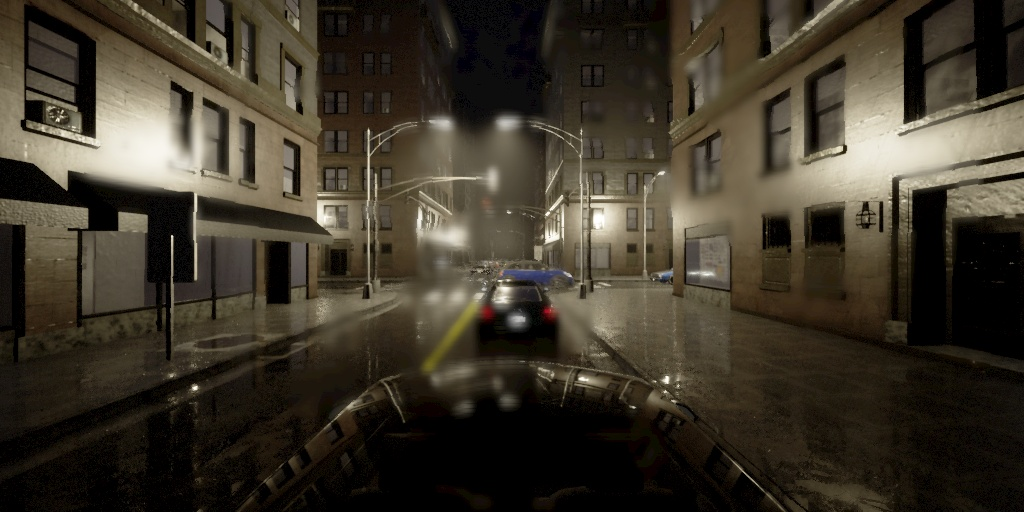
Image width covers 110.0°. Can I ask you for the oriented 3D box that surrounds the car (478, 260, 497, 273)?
[{"bbox_3d":[-3.103,1.294,46.106,2.033,1.411,5.357,0,0,0],"label":"car"}]

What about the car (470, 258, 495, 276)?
[{"bbox_3d":[-3.098,1.240,36.363,2.128,1.511,4.902,0,0,0],"label":"car"}]

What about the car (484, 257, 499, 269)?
[{"bbox_3d":[-3.091,1.093,55.888,2.097,1.767,4.553,0,0,-1],"label":"car"}]

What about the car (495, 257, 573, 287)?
[{"bbox_3d":[1.416,1.098,21.961,4.553,1.767,2.097,0,0,0],"label":"car"}]

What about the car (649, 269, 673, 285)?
[{"bbox_3d":[12.613,1.261,25.197,5.357,1.411,2.033,0,0,0],"label":"car"}]

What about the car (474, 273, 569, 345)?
[{"bbox_3d":[0.113,1.314,9.536,1.994,1.385,4.181,0,0,-1],"label":"car"}]
